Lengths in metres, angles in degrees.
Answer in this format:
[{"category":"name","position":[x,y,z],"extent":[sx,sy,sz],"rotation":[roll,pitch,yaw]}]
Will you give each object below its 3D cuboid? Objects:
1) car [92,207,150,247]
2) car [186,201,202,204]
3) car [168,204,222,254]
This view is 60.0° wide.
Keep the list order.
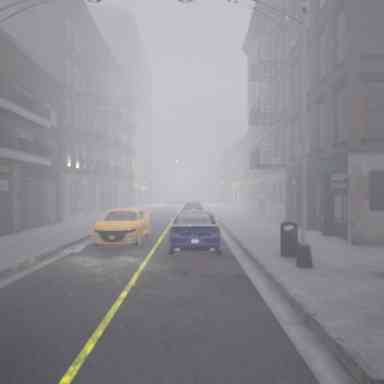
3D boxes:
[{"category":"car","position":[-3.094,1.486,15.366],"extent":[1.882,1.535,5.008],"rotation":[0,0,0]},{"category":"car","position":[0.107,1.578,31.738],"extent":[1.994,1.385,4.181],"rotation":[0,0,0]},{"category":"car","position":[0.103,1.485,13.508],"extent":[1.882,1.535,5.008],"rotation":[0,0,0]}]
